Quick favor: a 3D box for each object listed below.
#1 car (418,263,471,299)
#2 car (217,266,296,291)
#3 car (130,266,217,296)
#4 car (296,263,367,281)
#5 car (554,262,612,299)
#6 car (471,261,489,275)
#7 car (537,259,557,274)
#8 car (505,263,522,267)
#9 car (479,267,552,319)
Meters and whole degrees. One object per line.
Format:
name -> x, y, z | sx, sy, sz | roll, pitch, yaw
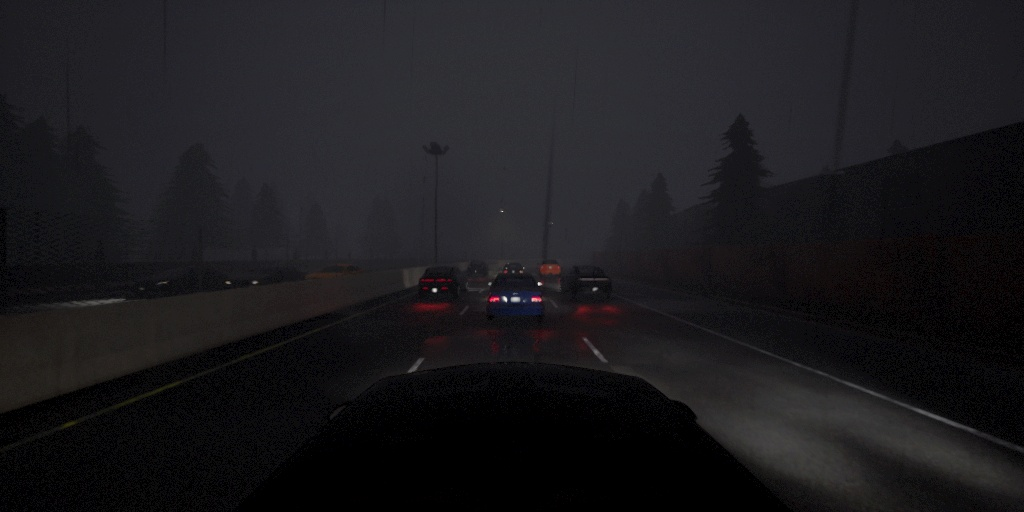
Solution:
car -> -3.396, 1.251, 18.185 | 1.837, 1.490, 4.892 | 0, 0, 0
car -> -14.095, 1.294, 21.224 | 2.033, 1.411, 5.357 | 0, 0, 0
car -> -17.586, 1.273, 19.365 | 1.812, 1.442, 4.674 | 0, 0, 0
car -> -10.594, 1.224, 21.872 | 1.882, 1.535, 5.008 | 0, 0, 0
car -> 3.605, 1.238, 17.987 | 2.128, 1.511, 4.902 | 0, 0, 0
car -> -3.391, 1.235, 36.097 | 2.128, 1.511, 4.902 | 0, 0, 0
car -> 3.609, 1.095, 35.814 | 2.097, 1.767, 4.553 | 0, 0, 0
car -> 0.107, 1.292, 30.789 | 2.033, 1.411, 5.357 | 0, 0, 0
car -> 0.102, 1.295, 12.807 | 2.033, 1.411, 5.357 | 0, 0, 0
